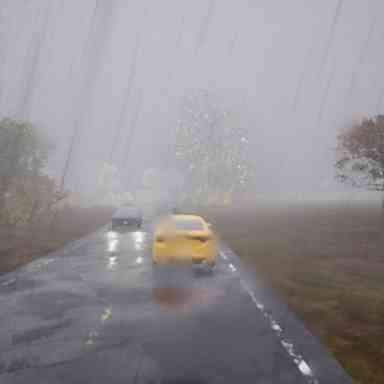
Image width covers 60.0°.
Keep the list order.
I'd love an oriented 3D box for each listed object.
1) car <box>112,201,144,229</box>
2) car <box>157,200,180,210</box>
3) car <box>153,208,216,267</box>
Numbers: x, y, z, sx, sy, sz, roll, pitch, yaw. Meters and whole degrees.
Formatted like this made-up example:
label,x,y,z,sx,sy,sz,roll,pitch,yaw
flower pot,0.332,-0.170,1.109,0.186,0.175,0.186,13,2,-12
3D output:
label,x,y,z,sx,sy,sz,roll,pitch,yaw
car,-4.392,1.654,23.126,1.882,1.535,5.008,0,0,-6
car,-2.308,1.604,32.418,2.097,1.767,4.553,0,-1,-8
car,-0.316,1.562,11.817,1.882,1.535,5.008,0,0,-3
